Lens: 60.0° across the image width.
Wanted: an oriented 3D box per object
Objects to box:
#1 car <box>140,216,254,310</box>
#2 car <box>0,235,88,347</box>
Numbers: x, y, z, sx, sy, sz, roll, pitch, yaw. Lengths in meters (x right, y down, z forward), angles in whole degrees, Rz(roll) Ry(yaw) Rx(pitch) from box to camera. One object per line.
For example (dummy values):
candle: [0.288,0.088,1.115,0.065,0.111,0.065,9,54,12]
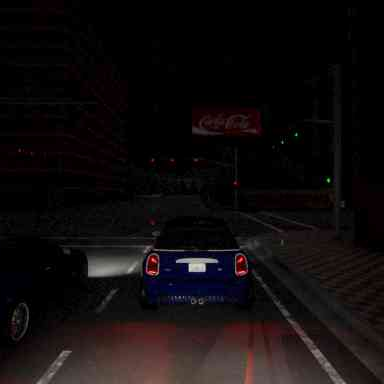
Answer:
car: [0.085,1.352,7.977,2.097,1.767,4.553,0,0,0]
car: [-3.420,1.526,6.181,1.812,1.442,4.674,0,0,0]
